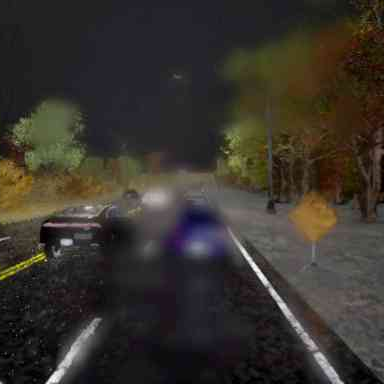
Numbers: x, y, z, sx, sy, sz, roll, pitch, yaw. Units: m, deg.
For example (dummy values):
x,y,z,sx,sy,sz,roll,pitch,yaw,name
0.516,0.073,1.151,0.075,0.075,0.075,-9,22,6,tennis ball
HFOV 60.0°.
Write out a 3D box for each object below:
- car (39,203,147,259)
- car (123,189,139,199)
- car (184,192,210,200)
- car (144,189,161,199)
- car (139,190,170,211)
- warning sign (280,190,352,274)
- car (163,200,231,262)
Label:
x,y,z,sx,sy,sz,roll,pitch,yaw,name
-3.045,1.169,10.705,2.128,1.511,4.902,0,-3,2,car
-9.204,0.321,50.573,1.812,1.442,4.674,-1,1,1,car
0.369,0.739,26.123,2.128,1.511,4.902,2,2,1,car
-5.953,0.315,50.675,1.994,1.385,4.181,-1,2,1,car
-2.843,0.751,26.865,1.812,1.442,4.674,2,-4,0,car
2.904,0.894,7.977,1.300,1.860,1.060,0,2,0,warning sign
0.203,1.183,10.628,1.812,1.442,4.674,2,1,1,car
